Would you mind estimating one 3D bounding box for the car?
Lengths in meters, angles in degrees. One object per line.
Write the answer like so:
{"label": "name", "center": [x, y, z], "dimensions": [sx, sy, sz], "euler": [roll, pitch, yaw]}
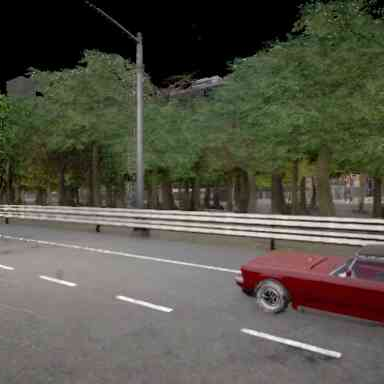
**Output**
{"label": "car", "center": [3.192, 1.602, 5.892], "dimensions": [4.718, 1.301, 1.895], "euler": [0, 0, 35]}
